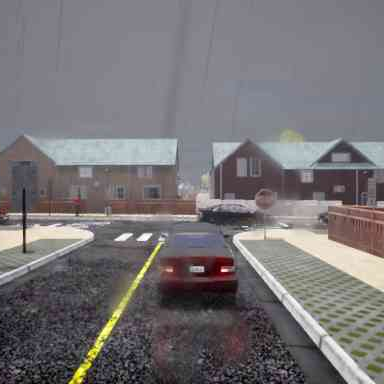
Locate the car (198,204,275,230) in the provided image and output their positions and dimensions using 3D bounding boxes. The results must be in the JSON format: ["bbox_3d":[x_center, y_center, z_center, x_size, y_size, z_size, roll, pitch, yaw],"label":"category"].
[{"bbox_3d":[2.741,1.529,21.019,4.902,1.511,2.128,1,0,1],"label":"car"}]

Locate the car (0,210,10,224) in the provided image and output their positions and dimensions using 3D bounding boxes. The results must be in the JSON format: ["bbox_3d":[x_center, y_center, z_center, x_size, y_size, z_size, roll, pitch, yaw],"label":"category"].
[{"bbox_3d":[-14.247,1.397,21.387,4.674,1.442,1.812,1,0,1],"label":"car"}]

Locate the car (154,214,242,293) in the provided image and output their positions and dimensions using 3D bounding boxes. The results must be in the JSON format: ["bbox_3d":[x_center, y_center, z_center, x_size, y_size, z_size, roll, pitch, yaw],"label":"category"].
[{"bbox_3d":[0.094,1.547,8.970,2.033,1.411,5.357,0,0,0],"label":"car"}]

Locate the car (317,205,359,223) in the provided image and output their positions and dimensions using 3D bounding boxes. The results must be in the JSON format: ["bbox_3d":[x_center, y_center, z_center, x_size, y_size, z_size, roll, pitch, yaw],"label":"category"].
[{"bbox_3d":[11.862,1.674,23.750,5.357,1.411,2.033,1,0,1],"label":"car"}]

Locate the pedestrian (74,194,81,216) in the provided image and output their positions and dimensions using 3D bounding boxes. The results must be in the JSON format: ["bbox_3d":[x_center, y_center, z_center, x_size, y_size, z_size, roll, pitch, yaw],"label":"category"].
[{"bbox_3d":[-9.378,1.053,27.144,0.375,1.860,0.375,0,0,1],"label":"pedestrian"}]
